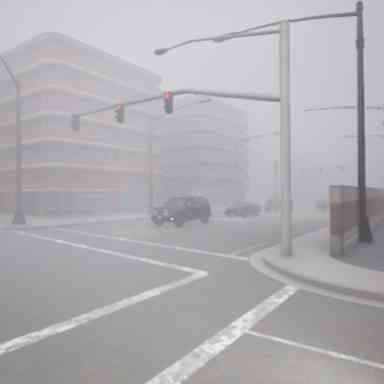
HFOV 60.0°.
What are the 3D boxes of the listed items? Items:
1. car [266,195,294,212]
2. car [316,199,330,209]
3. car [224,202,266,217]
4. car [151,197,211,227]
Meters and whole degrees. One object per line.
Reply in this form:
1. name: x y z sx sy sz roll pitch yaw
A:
1. car: 11.034 1.383 41.892 2.150 2.045 5.566 -1 0 35
2. car: 18.837 1.672 46.711 2.033 1.411 5.357 -1 0 33
3. car: 5.193 1.707 33.394 2.033 1.411 5.357 -1 0 34
4. car: -0.668 1.379 24.854 2.150 2.045 5.566 -1 0 34
